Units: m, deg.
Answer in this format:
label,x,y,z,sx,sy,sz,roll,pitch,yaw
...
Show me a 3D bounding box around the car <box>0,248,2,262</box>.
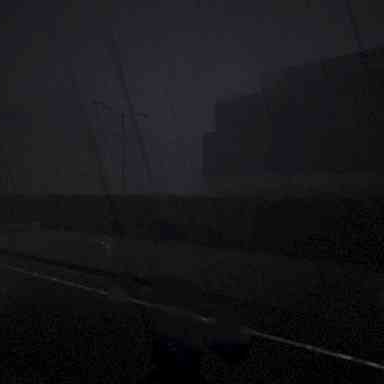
label,x,y,z,sx,sy,sz,roll,pitch,yaw
car,-7.249,1.603,9.121,4.718,1.301,1.895,0,0,36
